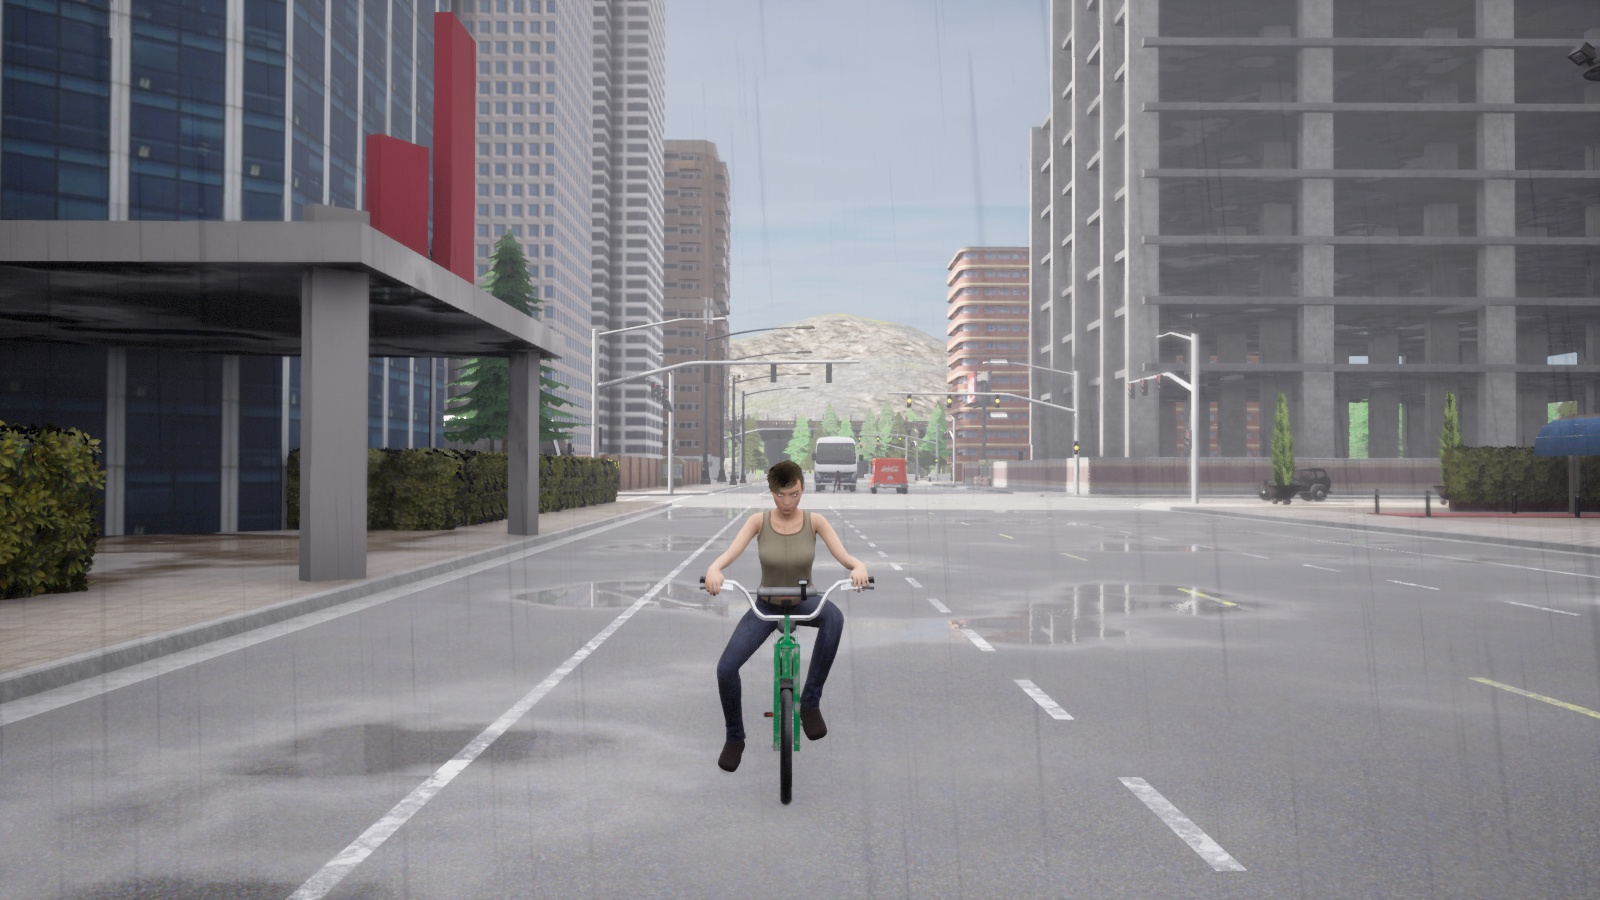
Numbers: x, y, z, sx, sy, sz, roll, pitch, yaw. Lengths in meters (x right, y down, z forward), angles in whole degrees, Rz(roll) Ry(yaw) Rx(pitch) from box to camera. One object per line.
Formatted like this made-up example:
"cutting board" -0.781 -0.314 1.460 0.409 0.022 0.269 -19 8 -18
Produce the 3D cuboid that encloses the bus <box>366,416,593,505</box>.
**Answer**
"bus" -15.772 0.549 62.540 10.273 4.253 3.944 0 -1 0

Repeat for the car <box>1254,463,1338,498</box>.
"car" 27.429 1.666 69.556 3.866 1.878 1.905 0 -1 0

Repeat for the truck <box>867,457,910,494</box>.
"truck" 6.192 1.784 88.430 2.627 2.467 5.204 0 -1 0

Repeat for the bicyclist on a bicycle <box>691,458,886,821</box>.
"bicyclist on a bicycle" -0.061 0.858 6.372 0.866 1.612 1.509 0 -1 -1
